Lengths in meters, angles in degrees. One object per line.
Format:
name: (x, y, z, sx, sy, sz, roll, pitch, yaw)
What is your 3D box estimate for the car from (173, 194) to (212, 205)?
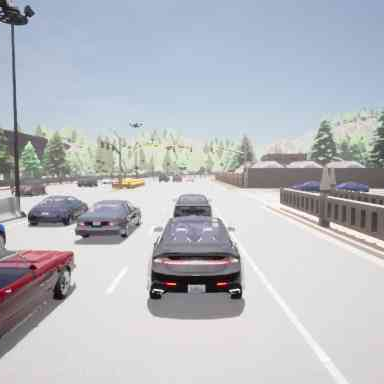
car: (0.025, 0.815, 17.455, 1.882, 1.535, 5.008, 0, 3, -1)

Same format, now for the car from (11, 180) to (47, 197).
car: (-17.773, -0.442, 36.418, 2.097, 1.767, 4.553, 0, 3, 0)

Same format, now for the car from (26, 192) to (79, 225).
car: (-6.979, 0.879, 17.794, 1.994, 1.385, 4.181, 0, 3, 0)

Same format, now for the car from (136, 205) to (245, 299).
car: (0.068, 1.327, 8.033, 2.128, 1.511, 4.902, 0, 2, 0)

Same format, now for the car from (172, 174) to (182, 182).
car: (-3.935, -3.612, 86.995, 2.150, 2.045, 5.566, 0, 3, 0)

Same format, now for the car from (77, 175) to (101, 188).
car: (-17.857, -1.809, 57.068, 2.150, 2.045, 5.566, 0, 3, 0)

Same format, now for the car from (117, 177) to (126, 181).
car: (-17.919, -3.038, 83.830, 1.895, 1.301, 4.718, 0, 3, 0)

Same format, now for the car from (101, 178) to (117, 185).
car: (-17.847, -2.280, 69.996, 1.812, 1.442, 4.674, 0, 3, 0)

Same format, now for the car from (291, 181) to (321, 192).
car: (15.002, -0.617, 42.227, 4.674, 1.442, 1.812, 0, 3, 2)

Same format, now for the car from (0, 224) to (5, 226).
car: (-6.936, 1.283, 8.822, 1.882, 1.535, 5.008, 0, 2, 0)

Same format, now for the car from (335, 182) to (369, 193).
car: (18.039, -0.402, 38.634, 4.674, 1.442, 1.812, 0, 3, 2)

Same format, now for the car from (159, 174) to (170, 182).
car: (-7.435, -3.611, 86.977, 2.150, 2.045, 5.566, 0, 3, 0)

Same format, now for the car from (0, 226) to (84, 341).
car: (-3.421, 1.528, 5.101, 1.895, 1.301, 4.718, 0, 1, 0)

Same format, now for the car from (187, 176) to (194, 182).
car: (-0.448, -3.458, 89.668, 1.812, 1.442, 4.674, 0, 3, 0)

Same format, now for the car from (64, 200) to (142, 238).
car: (-3.465, 1.050, 14.616, 2.033, 1.411, 5.357, 0, 3, 0)
